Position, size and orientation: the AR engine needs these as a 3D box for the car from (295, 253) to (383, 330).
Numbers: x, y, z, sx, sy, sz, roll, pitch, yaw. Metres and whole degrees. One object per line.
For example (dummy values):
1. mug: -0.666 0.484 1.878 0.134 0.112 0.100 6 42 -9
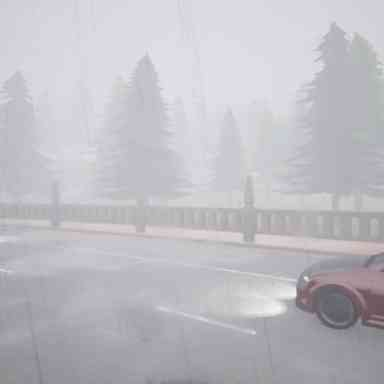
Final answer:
1. car: 3.915 1.564 5.488 4.181 1.385 1.994 0 0 35
